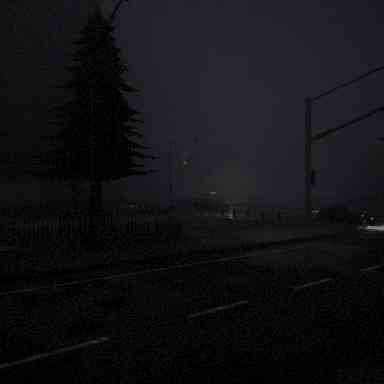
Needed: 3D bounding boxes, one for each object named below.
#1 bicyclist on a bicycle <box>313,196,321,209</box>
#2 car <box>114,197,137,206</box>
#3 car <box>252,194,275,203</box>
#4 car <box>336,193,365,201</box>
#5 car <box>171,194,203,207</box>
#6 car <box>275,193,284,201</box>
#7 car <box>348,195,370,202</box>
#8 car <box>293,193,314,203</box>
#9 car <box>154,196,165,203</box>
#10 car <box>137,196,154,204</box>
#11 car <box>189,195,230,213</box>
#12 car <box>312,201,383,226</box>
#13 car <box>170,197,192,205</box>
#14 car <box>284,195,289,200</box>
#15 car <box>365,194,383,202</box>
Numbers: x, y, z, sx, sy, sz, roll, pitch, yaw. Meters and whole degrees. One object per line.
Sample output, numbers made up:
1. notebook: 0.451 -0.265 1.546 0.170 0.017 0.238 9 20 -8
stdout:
1. bicyclist on a bicycle: 15.931 1.302 42.301 1.656 1.620 0.582 0 0 -36
2. car: -11.528 1.564 55.764 1.994 1.385 4.181 0 0 -35
3. car: 16.855 1.395 78.041 1.970 1.475 3.806 0 0 -36
4. car: 34.641 1.153 72.308 1.932 1.855 4.605 0 0 -36
5. car: -0.809 1.491 53.068 2.128 1.511 4.902 0 0 -36
6. car: 19.210 1.364 79.725 1.784 1.438 3.905 0 0 -36
7. car: 37.034 1.364 73.941 1.784 1.438 3.905 0 0 -36
8. car: 20.951 1.395 62.403 1.970 1.475 3.806 0 0 -36
9. car: -7.536 1.547 68.216 2.033 1.411 5.357 0 0 -36
10. car: -9.866 1.564 65.615 1.994 1.385 4.181 0 0 -36
11. car: 2.130 1.477 36.678 1.882 1.535 5.008 0 0 -36
12. car: 10.921 1.564 23.432 1.994 1.385 4.181 0 0 -25
13. car: -2.087 1.564 60.749 1.994 1.385 4.181 0 0 -35
14. car: 21.363 1.153 81.327 1.932 1.855 4.605 0 0 -36
15. car: 26.528 1.153 44.983 1.932 1.855 4.605 0 0 -36
